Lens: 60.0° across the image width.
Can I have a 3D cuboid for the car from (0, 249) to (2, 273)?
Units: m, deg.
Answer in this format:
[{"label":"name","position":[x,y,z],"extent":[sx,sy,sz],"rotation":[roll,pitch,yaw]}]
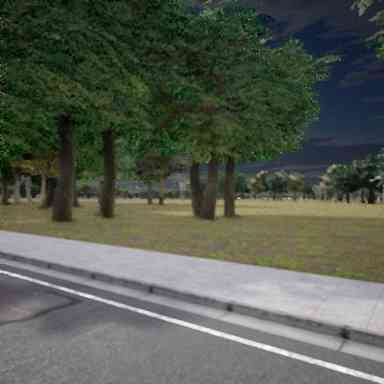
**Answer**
[{"label":"car","position":[-6.697,1.488,8.445],"extent":[4.892,1.490,1.837],"rotation":[0,0,35]}]
